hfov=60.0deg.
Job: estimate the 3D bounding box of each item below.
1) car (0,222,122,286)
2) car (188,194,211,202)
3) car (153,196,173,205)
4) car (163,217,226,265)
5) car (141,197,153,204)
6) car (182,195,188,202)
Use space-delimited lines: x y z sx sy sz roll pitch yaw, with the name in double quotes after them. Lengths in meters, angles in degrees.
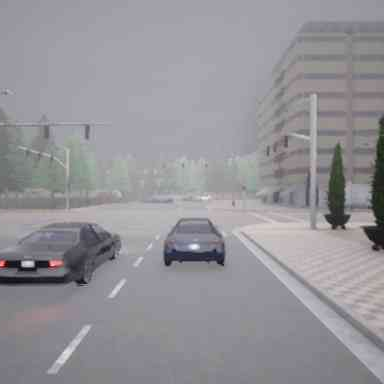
-3.435 1.568 9.503 2.033 1.411 5.357 0 0 0 "car"
2.257 1.392 78.952 2.150 2.045 5.566 0 0 38 "car"
-5.247 1.615 64.850 1.882 1.535 5.008 0 0 17 "car"
0.081 1.589 11.842 1.994 1.385 4.181 0 0 0 "car"
-8.251 1.685 67.142 2.033 1.411 5.357 0 0 19 "car"
-0.444 1.527 81.167 2.097 1.767 4.553 0 0 38 "car"
